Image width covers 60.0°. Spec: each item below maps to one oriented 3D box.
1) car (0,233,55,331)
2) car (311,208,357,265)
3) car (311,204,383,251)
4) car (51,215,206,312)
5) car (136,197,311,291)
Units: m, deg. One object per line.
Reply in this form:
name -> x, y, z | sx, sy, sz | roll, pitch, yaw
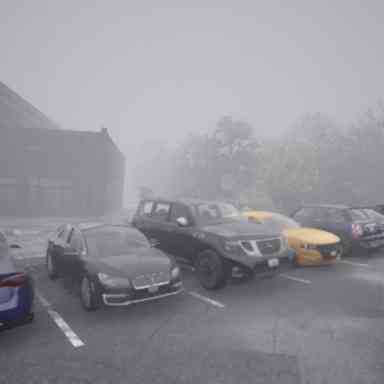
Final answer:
car -> -4.380, 1.511, 6.358 | 2.163, 1.488, 4.792 | 0, 0, -35
car -> 2.445, 1.417, 11.190 | 2.097, 1.535, 5.008 | -1, 0, -35
car -> 4.728, 1.251, 12.771 | 2.185, 1.767, 4.553 | -1, 1, -35
car -> -2.103, 1.471, 7.951 | 2.231, 1.521, 4.892 | 0, 0, -35
car -> 0.187, 1.197, 9.540 | 2.435, 2.045, 5.566 | -1, 0, -35
